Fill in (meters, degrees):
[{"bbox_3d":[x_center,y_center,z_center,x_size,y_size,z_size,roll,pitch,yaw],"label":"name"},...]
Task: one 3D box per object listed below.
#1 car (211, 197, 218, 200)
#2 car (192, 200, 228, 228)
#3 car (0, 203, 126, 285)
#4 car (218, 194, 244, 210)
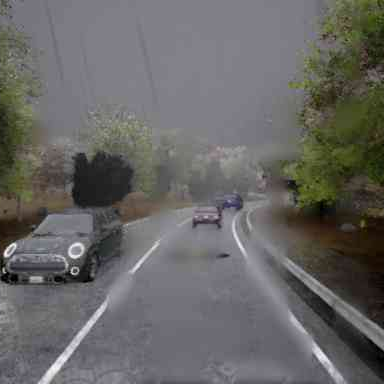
[{"bbox_3d":[3.954,1.496,50.576,1.994,1.385,4.181,2,0,19],"label":"car"},{"bbox_3d":[1.147,1.529,22.207,2.033,1.411,5.357,1,0,7],"label":"car"},{"bbox_3d":[-3.397,1.292,9.652,2.097,1.767,4.553,0,2,2],"label":"car"},{"bbox_3d":[5.266,1.229,42.552,2.150,2.045,5.566,1,0,16],"label":"car"}]
